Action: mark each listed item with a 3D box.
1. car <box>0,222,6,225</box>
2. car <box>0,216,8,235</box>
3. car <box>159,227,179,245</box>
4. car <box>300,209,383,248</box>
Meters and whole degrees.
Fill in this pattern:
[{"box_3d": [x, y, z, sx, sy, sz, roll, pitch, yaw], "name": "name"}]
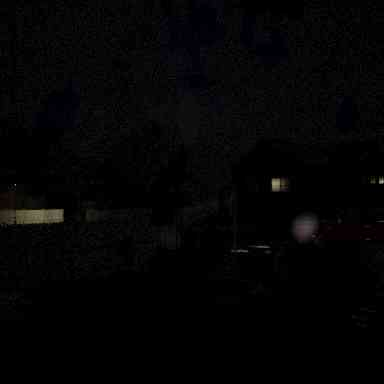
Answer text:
[{"box_3d": [-13.422, 2.319, 20.517, 5.008, 1.535, 1.882, -2, 0, 18], "name": "car"}, {"box_3d": [-16.180, 2.516, 24.411, 4.718, 1.301, 1.895, -2, 0, 18], "name": "car"}, {"box_3d": [-3.111, 2.143, 17.091, 4.718, 1.301, 1.895, -2, 0, 20], "name": "car"}, {"box_3d": [7.289, 1.557, 15.171, 4.553, 1.767, 2.097, -2, -2, 24], "name": "car"}]
